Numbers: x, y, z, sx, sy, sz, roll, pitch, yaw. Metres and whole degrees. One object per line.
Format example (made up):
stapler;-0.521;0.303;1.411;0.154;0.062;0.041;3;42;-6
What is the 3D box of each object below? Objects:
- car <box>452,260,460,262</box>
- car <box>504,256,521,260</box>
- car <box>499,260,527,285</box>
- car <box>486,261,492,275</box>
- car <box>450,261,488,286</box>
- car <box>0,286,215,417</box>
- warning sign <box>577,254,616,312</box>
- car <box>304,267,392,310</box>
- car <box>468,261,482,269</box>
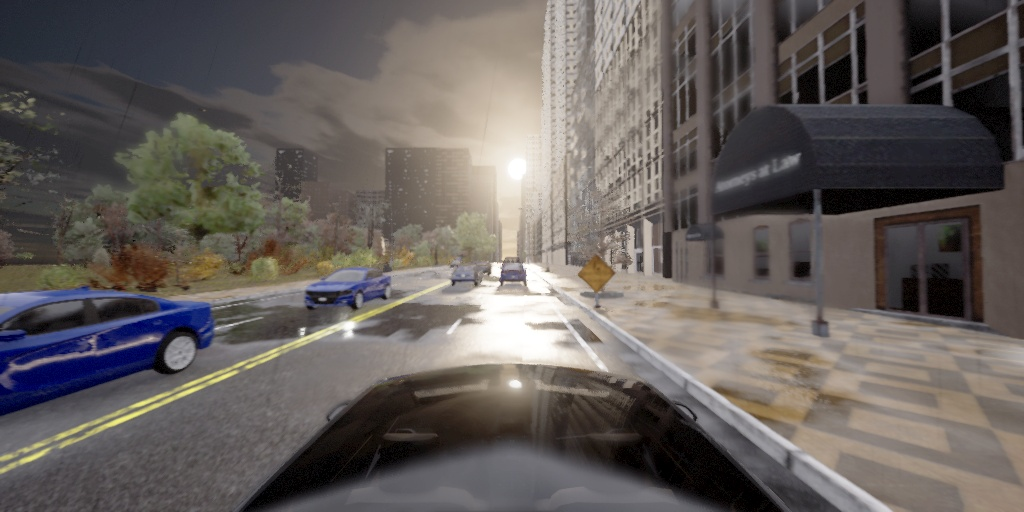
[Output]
car;-9.761;1.432;63.371;1.812;1.442;4.674;0;0;0
car;0.057;1.029;38.765;2.150;2.045;5.566;0;0;0
car;0.101;1.250;26.158;1.882;1.535;5.008;0;0;0
car;-3.187;1.300;39.619;2.128;1.511;4.902;0;0;0
car;-3.150;1.319;25.623;2.033;1.411;5.357;0;0;0
car;-6.597;1.228;4.706;1.882;1.535;5.008;0;0;0
warning sign;2.851;0.866;12.007;1.300;1.860;1.060;0;0;0
car;-6.589;1.232;14.973;1.882;1.535;5.008;0;0;0
car;-6.510;1.509;63.411;1.895;1.301;4.718;0;0;0
